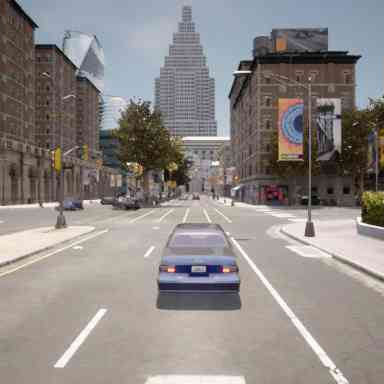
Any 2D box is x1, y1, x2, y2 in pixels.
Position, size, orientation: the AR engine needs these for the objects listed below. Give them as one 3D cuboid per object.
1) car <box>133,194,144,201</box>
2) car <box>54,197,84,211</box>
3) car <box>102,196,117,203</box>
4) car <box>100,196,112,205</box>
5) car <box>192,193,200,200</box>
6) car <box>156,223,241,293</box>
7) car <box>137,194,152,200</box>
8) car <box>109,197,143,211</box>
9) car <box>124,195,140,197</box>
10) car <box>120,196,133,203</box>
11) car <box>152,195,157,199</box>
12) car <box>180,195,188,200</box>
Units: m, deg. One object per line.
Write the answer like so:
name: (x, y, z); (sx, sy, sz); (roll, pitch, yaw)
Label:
car: (-13.881, 1.355, 87.169); (2.097, 1.767, 4.553); (0, 0, 1)
car: (-14.602, 1.352, 39.668); (2.097, 1.767, 4.553); (0, 0, 1)
car: (-17.357, 1.595, 69.885); (1.895, 1.301, 4.718); (0, 0, 1)
car: (-14.349, 1.563, 57.289); (1.994, 1.385, 4.181); (0, 0, 1)
car: (1.158, 1.350, 90.063); (2.097, 1.767, 4.553); (0, 0, 1)
car: (0.176, 1.547, 8.984); (2.033, 1.411, 5.357); (0, 0, 1)
car: (-10.564, 1.478, 73.155); (1.882, 1.535, 5.008); (0, 0, 1)
car: (-8.002, 1.601, 40.283); (1.895, 1.301, 4.718); (0, 0, -33)
car: (-10.842, 1.601, 58.035); (1.895, 1.301, 4.718); (0, 0, 1)
car: (-14.078, 1.595, 72.082); (1.895, 1.301, 4.718); (0, 0, 1)
car: (-10.366, 1.499, 88.337); (1.837, 1.490, 4.892); (0, 0, 1)
car: (-2.342, 1.519, 90.138); (1.812, 1.442, 4.674); (0, 0, 1)
